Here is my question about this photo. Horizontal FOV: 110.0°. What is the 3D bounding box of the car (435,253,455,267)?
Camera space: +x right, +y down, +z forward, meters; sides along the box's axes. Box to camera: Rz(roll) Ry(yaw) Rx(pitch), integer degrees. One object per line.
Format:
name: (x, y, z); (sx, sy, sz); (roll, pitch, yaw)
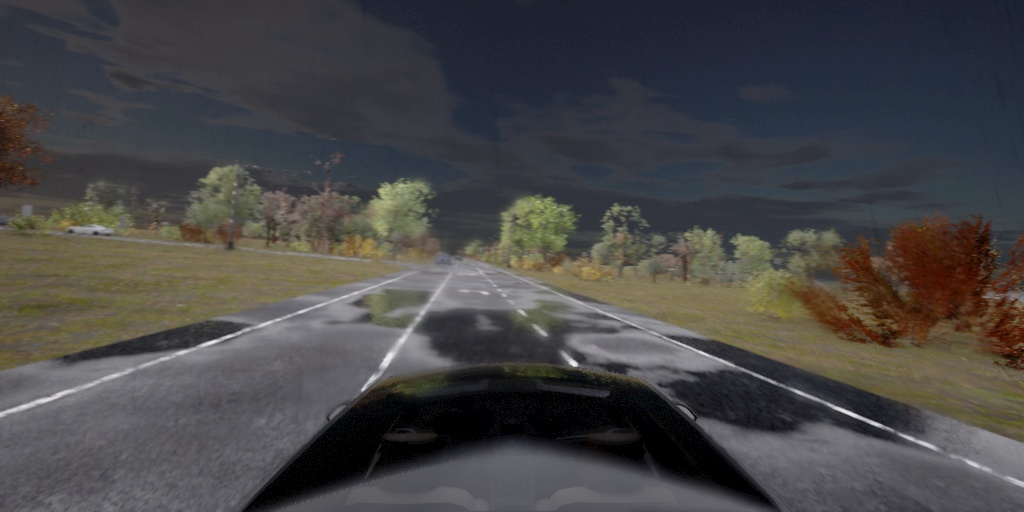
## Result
car: (-10.313, 0.588, 54.154); (2.150, 2.045, 5.566); (5, -1, -8)
